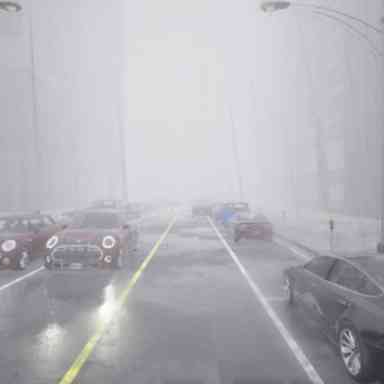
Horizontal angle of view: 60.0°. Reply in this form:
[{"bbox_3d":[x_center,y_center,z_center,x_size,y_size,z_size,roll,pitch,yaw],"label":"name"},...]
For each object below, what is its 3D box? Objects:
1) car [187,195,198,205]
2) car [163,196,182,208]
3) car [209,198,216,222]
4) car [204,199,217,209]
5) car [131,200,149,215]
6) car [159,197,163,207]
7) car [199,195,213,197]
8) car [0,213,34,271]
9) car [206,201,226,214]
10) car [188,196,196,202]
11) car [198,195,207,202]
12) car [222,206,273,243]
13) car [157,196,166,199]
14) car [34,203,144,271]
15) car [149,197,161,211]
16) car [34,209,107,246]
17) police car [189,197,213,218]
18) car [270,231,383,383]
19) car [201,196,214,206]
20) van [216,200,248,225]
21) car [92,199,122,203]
[{"bbox_3d":[-0.021,1.856,65.201,2.033,1.411,5.357,0,0,0],"label":"car"},{"bbox_3d":[-3.088,1.812,53.907,1.994,1.385,4.181,0,0,0],"label":"car"},{"bbox_3d":[2.754,1.562,27.696,1.967,1.590,4.097,0,0,0],"label":"car"},{"bbox_3d":[2.745,1.811,50.131,1.802,1.307,4.206,0,0,0],"label":"car"},{"bbox_3d":[-5.773,1.713,33.288,1.947,1.339,4.313,0,0,0],"label":"car"},{"bbox_3d":[-5.780,1.811,50.116,1.802,1.307,4.206,0,0,0],"label":"car"},{"bbox_3d":[2.744,1.573,55.742,2.192,1.841,5.009,0,0,0],"label":"car"},{"bbox_3d":[-5.765,1.487,10.851,1.967,1.590,4.097,0,0,0],"label":"car"},{"bbox_3d":[2.750,1.740,38.913,1.947,1.339,4.313,0,0,0],"label":"car"},{"bbox_3d":[-0.029,1.779,85.606,1.994,1.385,4.181,0,0,0],"label":"car"},{"bbox_3d":[2.732,1.747,89.396,2.192,1.841,5.009,0,0,0],"label":"car"},{"bbox_3d":[2.758,1.617,16.478,1.887,1.381,4.507,0,0,0],"label":"car"},{"bbox_3d":[-5.781,1.782,55.555,1.752,1.417,4.829,0,0,0],"label":"car"},{"bbox_3d":[-3.105,1.400,11.147,2.097,1.767,4.553,0,0,0],"label":"car"},{"bbox_3d":[-5.777,1.752,44.506,2.008,1.369,4.403,0,0,0],"label":"car"},{"bbox_3d":[-5.768,1.622,16.459,2.008,1.369,4.403,0,0,0],"label":"car"},{"bbox_3d":[0.889,1.565,31.530,1.930,1.638,5.238,0,0,0],"label":"police car"},{"bbox_3d":[2.761,1.589,5.259,1.947,1.339,4.313,0,0,0],"label":"car"},{"bbox_3d":[2.742,1.601,61.351,2.192,1.841,5.009,0,0,0],"label":"car"},{"bbox_3d":[2.756,1.438,22.087,1.690,1.788,3.998,0,0,0],"label":"van"},{"bbox_3d":[-5.769,1.411,22.070,2.192,1.841,5.009,0,0,0],"label":"car"}]
